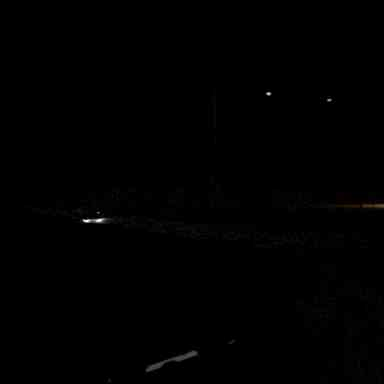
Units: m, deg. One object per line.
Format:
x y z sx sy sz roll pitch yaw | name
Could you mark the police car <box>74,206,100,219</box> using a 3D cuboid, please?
-13.124 2.548 41.600 2.038 1.542 4.974 -2 0 -35 | police car
